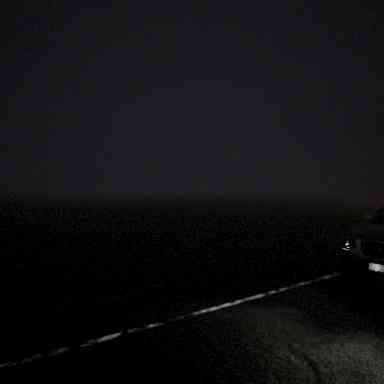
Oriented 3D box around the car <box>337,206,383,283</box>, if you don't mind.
[{"bbox_3d":[5.947,1.154,8.371,5.566,2.045,2.150,-1,0,-37],"label":"car"}]
